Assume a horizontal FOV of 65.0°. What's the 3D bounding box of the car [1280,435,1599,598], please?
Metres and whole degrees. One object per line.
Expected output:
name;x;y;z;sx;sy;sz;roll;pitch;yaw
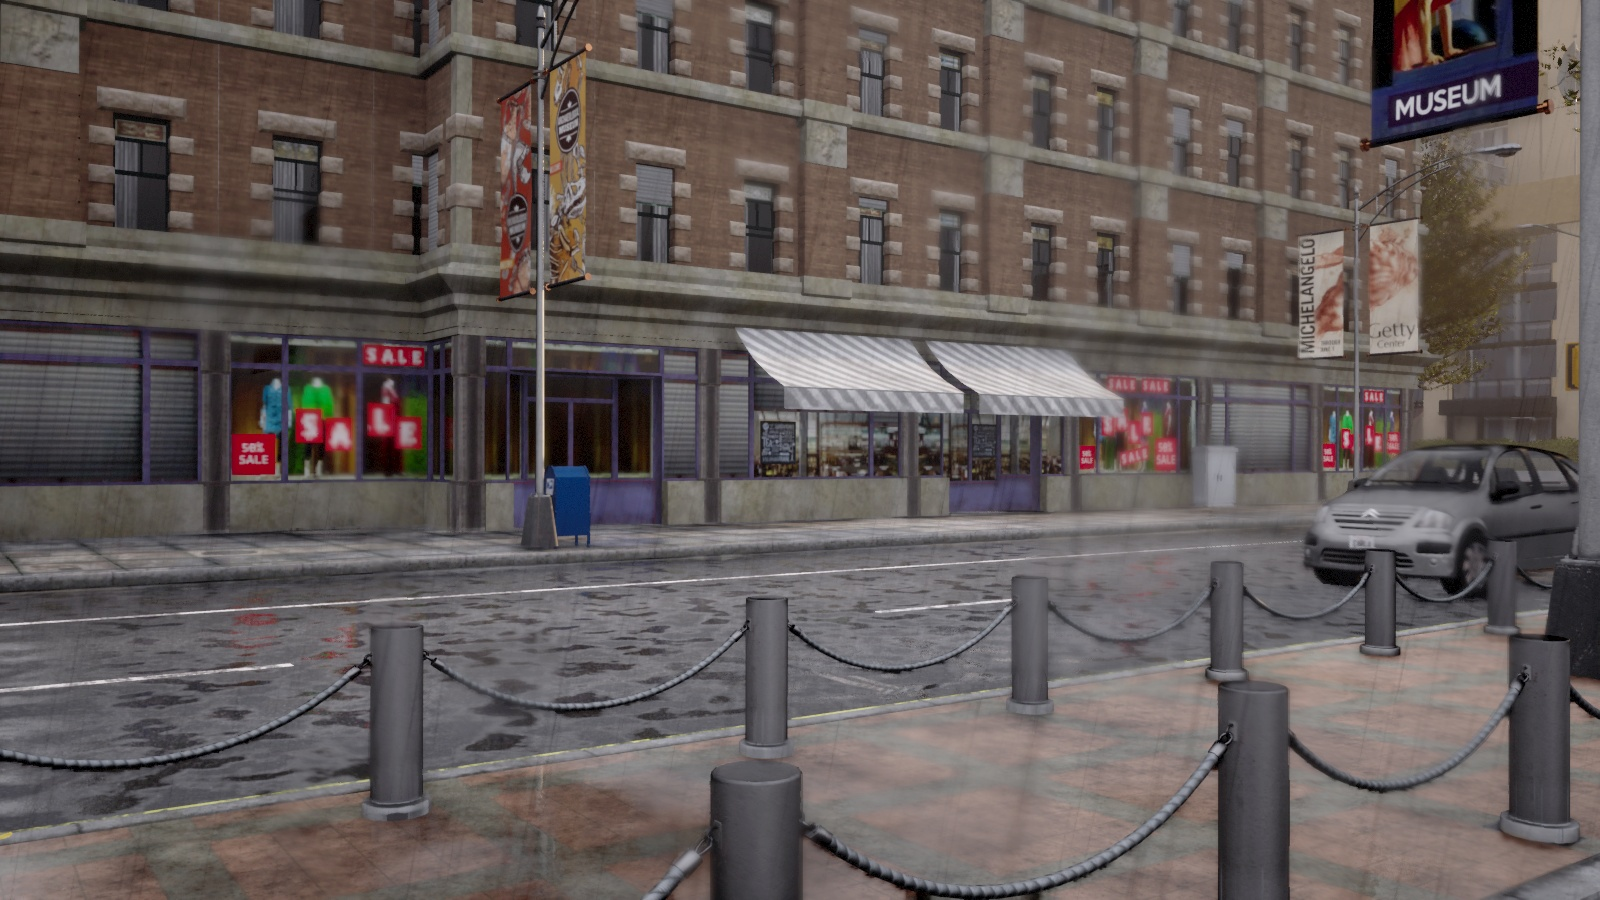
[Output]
car;7.517;0.662;14.373;3.988;1.617;1.851;0;0;-35
